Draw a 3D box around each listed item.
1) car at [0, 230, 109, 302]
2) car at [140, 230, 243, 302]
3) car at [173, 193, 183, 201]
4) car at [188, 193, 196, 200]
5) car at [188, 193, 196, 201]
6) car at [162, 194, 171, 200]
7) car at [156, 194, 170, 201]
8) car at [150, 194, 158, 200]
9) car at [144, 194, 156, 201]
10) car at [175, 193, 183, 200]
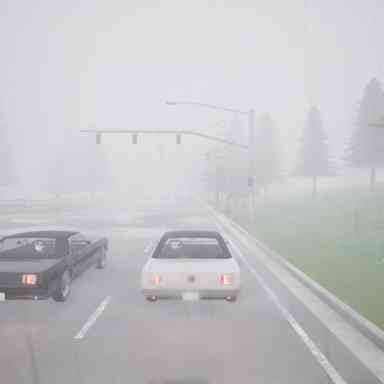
[{"bbox_3d":[-3.493,1.600,8.219,1.895,1.301,4.718,0,0,0],"label":"car"},{"bbox_3d":[0.007,1.600,8.222,1.895,1.301,4.718,0,0,0],"label":"car"},{"bbox_3d":[-3.562,1.339,82.443,2.097,1.767,4.553,0,0,0],"label":"car"},{"bbox_3d":[-0.070,1.177,92.449,2.097,1.767,4.553,0,0,0],"label":"car"},{"bbox_3d":[-0.062,1.508,82.059,2.128,1.511,4.902,0,0,0],"label":"car"},{"bbox_3d":[-7.070,1.362,92.473,2.033,1.411,5.357,0,0,0],"label":"car"},{"bbox_3d":[-7.062,1.508,82.053,2.128,1.511,4.902,0,0,0],"label":"car"},{"bbox_3d":[-10.570,1.347,92.471,1.812,1.442,4.674,0,0,0],"label":"car"},{"bbox_3d":[-10.562,1.579,82.498,1.895,1.301,4.718,0,0,0],"label":"car"},{"bbox_3d":[-3.570,1.177,92.446,2.097,1.767,4.553,0,0,0],"label":"car"}]
